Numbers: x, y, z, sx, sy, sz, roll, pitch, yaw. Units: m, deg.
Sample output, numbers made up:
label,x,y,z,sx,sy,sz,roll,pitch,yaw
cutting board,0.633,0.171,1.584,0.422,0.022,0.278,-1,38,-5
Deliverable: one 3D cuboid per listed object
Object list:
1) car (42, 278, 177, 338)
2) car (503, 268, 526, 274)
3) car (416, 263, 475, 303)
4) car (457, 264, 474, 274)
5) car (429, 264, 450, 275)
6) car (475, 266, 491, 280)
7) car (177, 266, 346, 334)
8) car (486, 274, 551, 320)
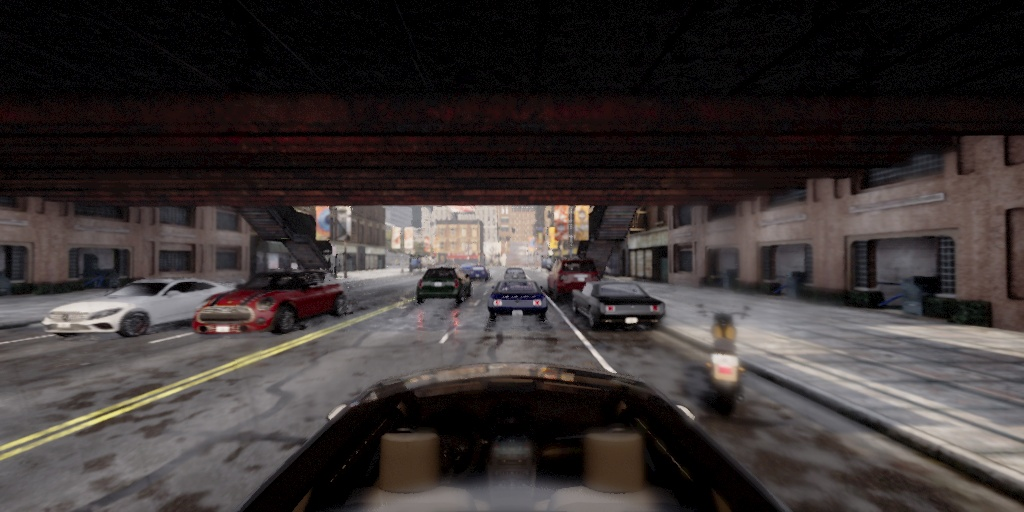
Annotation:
label,x,y,z,sx,sy,sz,roll,pitch,yaw
car,-10.542,1.395,10.780,1.812,1.442,4.674,0,-1,1
car,0.231,1.669,29.998,2.033,1.411,5.357,0,-1,0
car,-3.284,1.317,18.149,2.097,1.767,4.553,0,-1,0
car,-6.943,1.920,54.459,1.882,1.535,5.008,0,-1,0
car,-10.455,1.960,52.153,2.033,1.411,5.357,0,-1,0
car,-3.285,1.732,36.446,1.812,1.442,4.674,0,-1,0
car,-7.040,1.224,11.010,2.097,1.767,4.553,0,-1,1
car,0.192,1.502,13.243,1.895,1.301,4.718,0,-1,0
